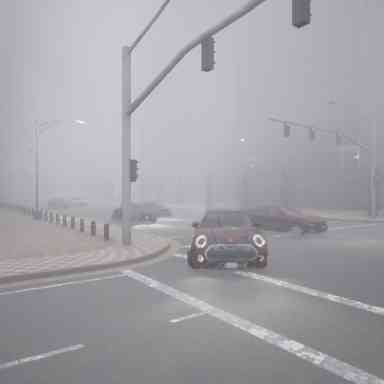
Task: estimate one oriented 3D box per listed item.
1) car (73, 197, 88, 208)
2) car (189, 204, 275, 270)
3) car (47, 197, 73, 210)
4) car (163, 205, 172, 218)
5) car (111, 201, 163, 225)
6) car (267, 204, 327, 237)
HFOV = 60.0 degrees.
[{"bbox_3d":[-16.219,1.422,47.031,1.882,1.535,5.008,0,0,-35],"label":"car"},{"bbox_3d":[1.122,1.331,10.975,2.097,1.767,4.553,-1,0,2],"label":"car"},{"bbox_3d":[-16.845,1.450,41.783,1.837,1.490,4.892,0,0,-35],"label":"car"},{"bbox_3d":[-3.474,1.508,28.787,1.994,1.385,4.181,0,0,-35],"label":"car"},{"bbox_3d":[-4.160,1.508,23.729,1.994,1.385,4.181,0,0,-36],"label":"car"},{"bbox_3d":[4.741,1.435,18.048,1.882,1.535,5.008,0,1,-41],"label":"car"}]
